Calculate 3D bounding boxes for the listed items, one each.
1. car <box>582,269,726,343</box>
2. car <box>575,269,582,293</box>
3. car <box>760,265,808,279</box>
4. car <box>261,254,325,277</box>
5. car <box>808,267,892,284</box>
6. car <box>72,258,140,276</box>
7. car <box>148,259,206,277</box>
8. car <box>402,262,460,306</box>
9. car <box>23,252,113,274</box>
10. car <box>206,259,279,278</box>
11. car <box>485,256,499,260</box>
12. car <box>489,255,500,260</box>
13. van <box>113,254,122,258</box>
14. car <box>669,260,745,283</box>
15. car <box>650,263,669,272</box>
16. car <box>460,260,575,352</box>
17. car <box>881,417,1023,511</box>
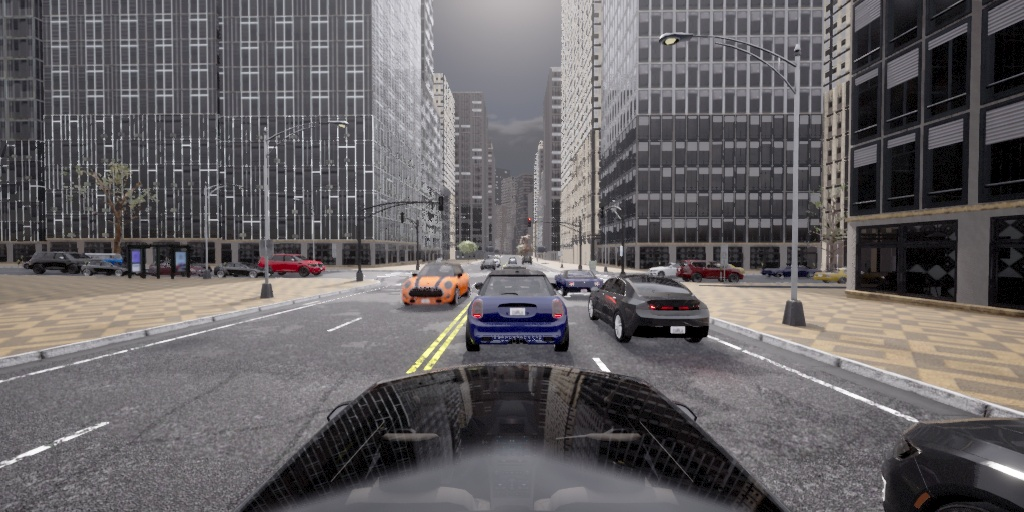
[{"bbox_3d":[3.362,1.251,9.697,1.837,1.490,4.892,0,0,0],"label":"car"},{"bbox_3d":[3.378,1.341,19.007,1.895,1.301,4.718,0,0,0],"label":"car"},{"bbox_3d":[27.290,1.559,35.259,4.718,1.301,1.895,1,1,1],"label":"car"},{"bbox_3d":[-20.231,0.808,32.928,5.566,2.045,2.150,0,1,1],"label":"car"},{"bbox_3d":[27.686,1.579,29.473,4.829,1.417,1.751,0,0,1],"label":"car"},{"bbox_3d":[-34.050,1.070,30.605,4.313,1.339,1.948,0,0,1],"label":"car"},{"bbox_3d":[-28.370,1.138,30.422,4.207,1.307,1.802,0,0,1],"label":"car"},{"bbox_3d":[-3.152,1.094,15.631,2.097,1.767,4.553,0,0,2],"label":"car"},{"bbox_3d":[-41.327,0.616,33.402,5.566,2.045,2.150,1,1,2],"label":"car"},{"bbox_3d":[-22.686,1.174,30.280,4.313,1.339,1.948,0,0,1],"label":"car"},{"bbox_3d":[-3.264,1.193,50.625,1.882,1.535,5.008,0,0,0],"label":"car"},{"bbox_3d":[-3.234,0.925,60.573,2.150,2.045,5.566,0,0,0],"label":"car"},{"bbox_3d":[-45.227,0.605,39.283,3.998,1.789,1.690,0,0,1],"label":"van"},{"bbox_3d":[16.238,1.269,29.689,5.009,1.841,2.192,0,0,1],"label":"car"},{"bbox_3d":[15.947,1.384,35.469,4.674,1.442,1.812,0,1,-1],"label":"car"},{"bbox_3d":[0.111,1.099,9.091,2.097,1.767,4.553,0,0,0],"label":"car"},{"bbox_3d":[3.344,1.255,0.298,1.837,1.490,4.892,0,0,0],"label":"car"}]
